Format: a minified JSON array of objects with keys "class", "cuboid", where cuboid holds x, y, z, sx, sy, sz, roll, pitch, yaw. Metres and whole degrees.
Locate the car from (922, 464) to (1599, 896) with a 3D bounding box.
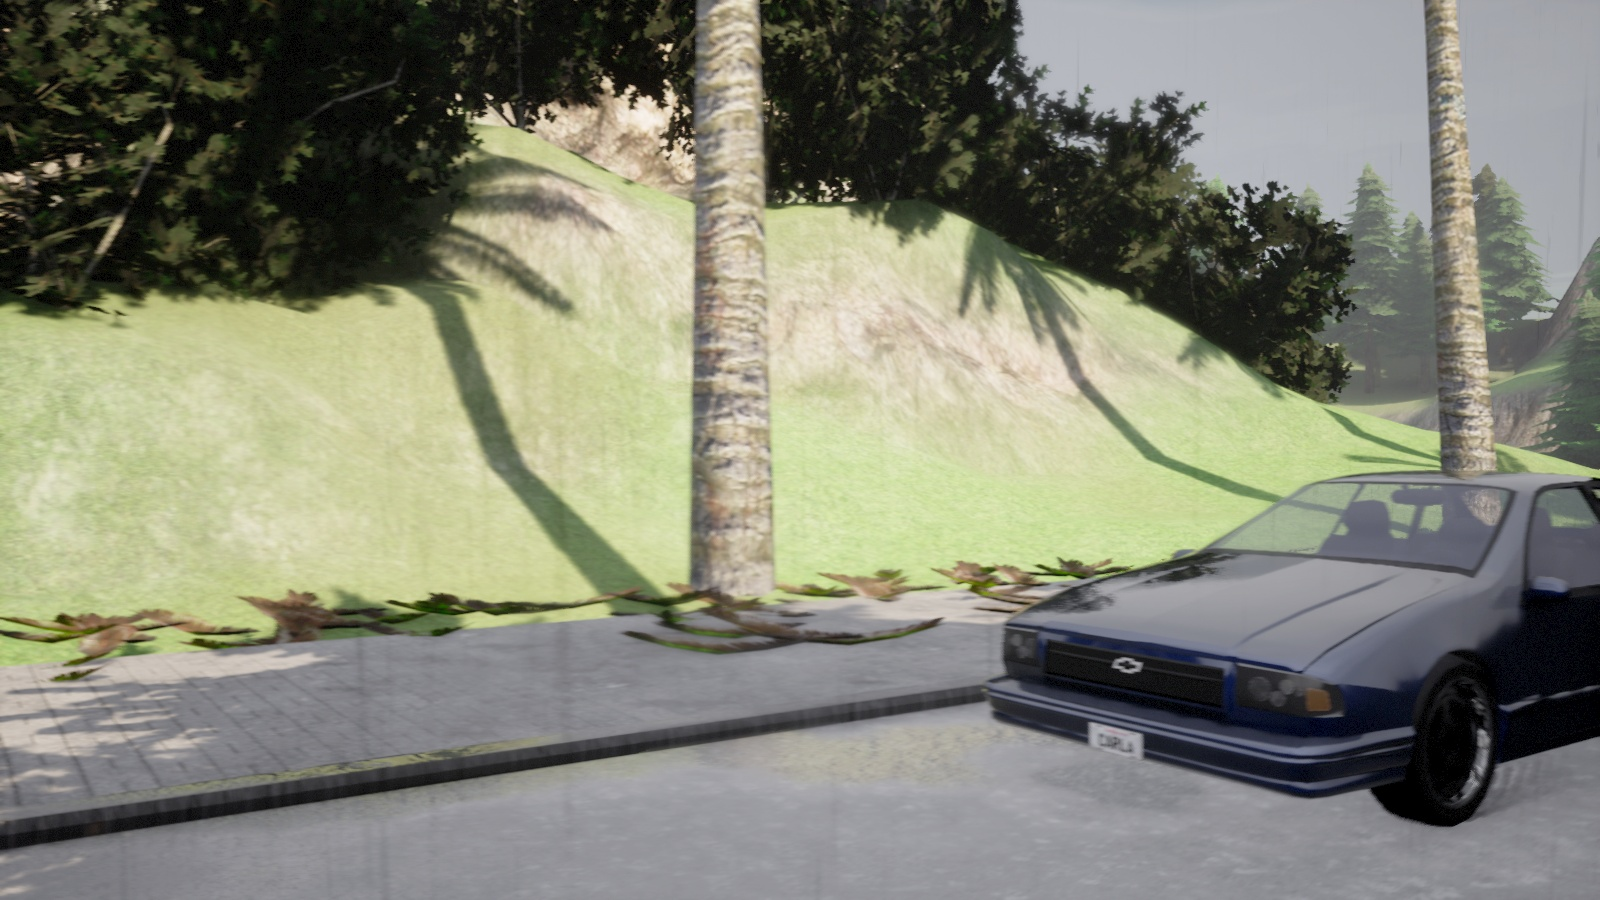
[{"class":"car","cuboid":[3.357,0.801,6.603,5.357,1.411,2.033,0,0,-35]}]
